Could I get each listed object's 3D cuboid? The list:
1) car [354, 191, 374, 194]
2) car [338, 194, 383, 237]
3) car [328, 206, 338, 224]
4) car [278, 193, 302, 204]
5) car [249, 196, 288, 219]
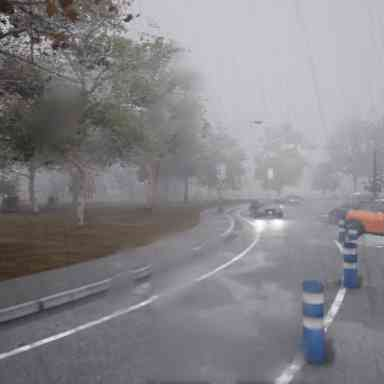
[{"bbox_3d":[22.433,0.629,44.124,4.674,1.442,1.812,-1,0,-13],"label":"car"},{"bbox_3d":[8.899,1.123,13.916,2.097,1.767,4.553,-1,1,-29],"label":"car"},{"bbox_3d":[9.851,1.244,19.069,1.994,1.385,4.181,-1,1,-17],"label":"car"},{"bbox_3d":[11.848,0.867,41.667,5.357,1.411,2.033,-2,1,-44],"label":"car"},{"bbox_3d":[5.570,1.226,25.393,1.994,1.385,4.181,-1,1,2],"label":"car"}]
